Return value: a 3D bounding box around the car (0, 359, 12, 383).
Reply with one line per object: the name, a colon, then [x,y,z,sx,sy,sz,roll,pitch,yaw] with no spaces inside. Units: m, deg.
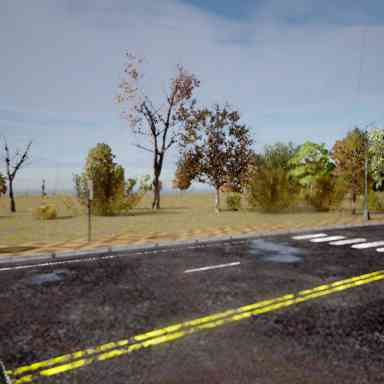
car: [-3.089,1.354,1.196,4.553,1.767,2.097,0,0,-36]
